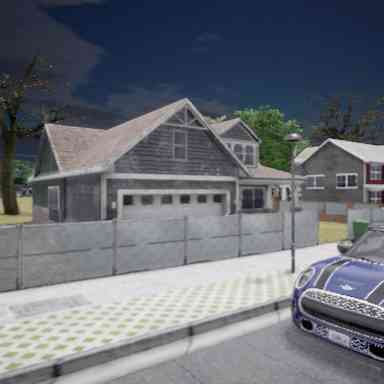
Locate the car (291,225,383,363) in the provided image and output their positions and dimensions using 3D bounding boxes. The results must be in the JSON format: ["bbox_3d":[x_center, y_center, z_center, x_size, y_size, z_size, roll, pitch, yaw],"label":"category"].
[{"bbox_3d":[3.807,1.379,5.787,4.553,1.767,2.097,0,0,-36],"label":"car"}]
